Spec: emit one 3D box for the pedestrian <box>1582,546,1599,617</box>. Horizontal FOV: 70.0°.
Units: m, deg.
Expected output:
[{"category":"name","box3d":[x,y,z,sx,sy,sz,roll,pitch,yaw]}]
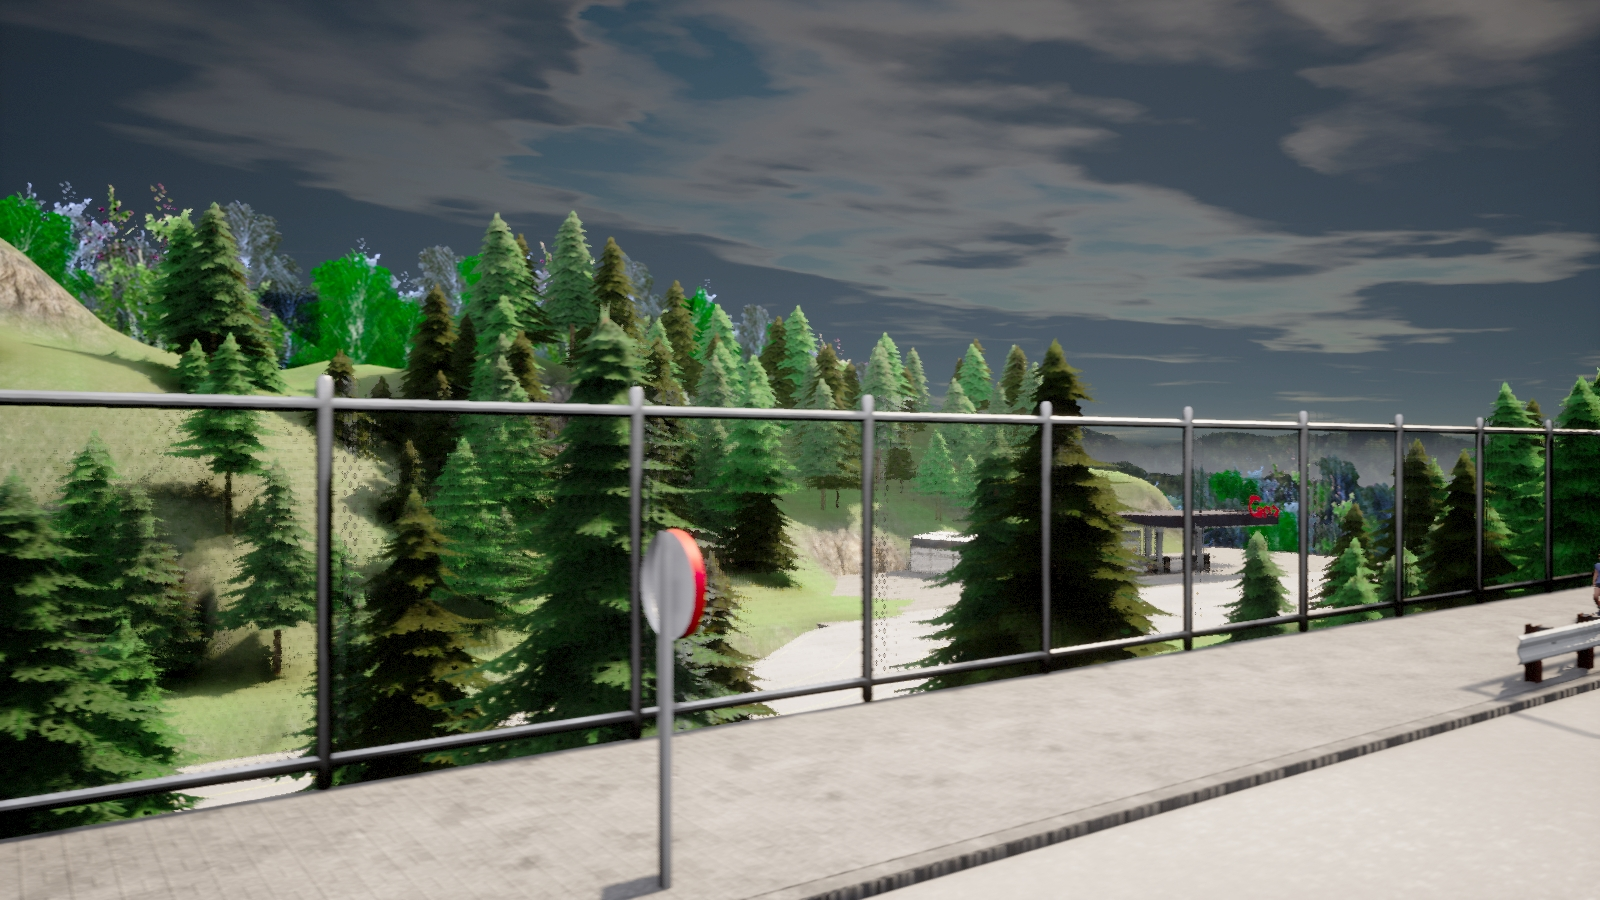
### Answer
[{"category":"pedestrian","box3d":[13.119,2.141,18.598,0.500,1.100,0.500,0,0,-35]}]
